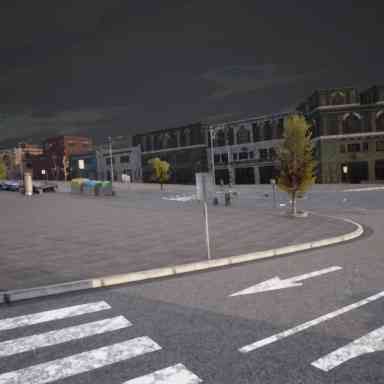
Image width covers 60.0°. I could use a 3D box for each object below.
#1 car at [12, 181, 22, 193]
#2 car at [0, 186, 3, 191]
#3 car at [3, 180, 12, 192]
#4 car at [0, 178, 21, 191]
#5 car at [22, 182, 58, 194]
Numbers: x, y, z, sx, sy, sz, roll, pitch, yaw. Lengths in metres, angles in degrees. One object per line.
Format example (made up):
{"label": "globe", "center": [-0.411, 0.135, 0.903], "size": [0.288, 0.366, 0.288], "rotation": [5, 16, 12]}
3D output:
{"label": "car", "center": [-24.343, -0.775, 50.924], "size": [2.231, 1.521, 4.892], "rotation": [1, 6, 17]}
{"label": "car", "center": [-29.139, -1.028, 54.365], "size": [2.097, 1.535, 5.008], "rotation": [1, 6, 16]}
{"label": "car", "center": [-26.741, -0.863, 52.655], "size": [2.002, 1.452, 4.674], "rotation": [0, 6, 16]}
{"label": "car", "center": [-31.575, -1.269, 56.006], "size": [2.185, 1.767, 4.553], "rotation": [0, 6, 15]}
{"label": "car", "center": [-21.981, -0.611, 49.136], "size": [2.163, 1.488, 4.792], "rotation": [1, 6, 17]}
